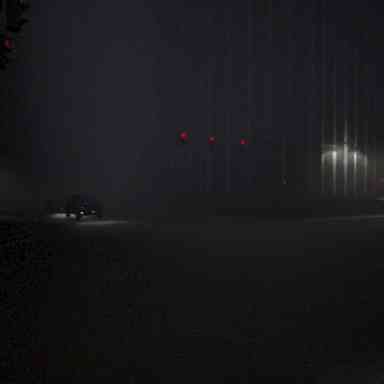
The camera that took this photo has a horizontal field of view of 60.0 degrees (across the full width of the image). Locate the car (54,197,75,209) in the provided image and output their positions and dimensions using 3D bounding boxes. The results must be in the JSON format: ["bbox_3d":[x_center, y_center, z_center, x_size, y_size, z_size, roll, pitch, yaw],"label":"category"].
[{"bbox_3d":[-19.414,1.623,50.469,1.882,1.535,5.008,1,0,-35],"label":"car"}]

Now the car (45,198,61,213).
[{"bbox_3d":[-15.871,1.595,38.963,2.128,1.511,4.902,1,0,-35],"label":"car"}]

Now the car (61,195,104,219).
[{"bbox_3d":[-9.908,1.325,30.397,2.150,2.045,5.566,1,0,-35],"label":"car"}]
